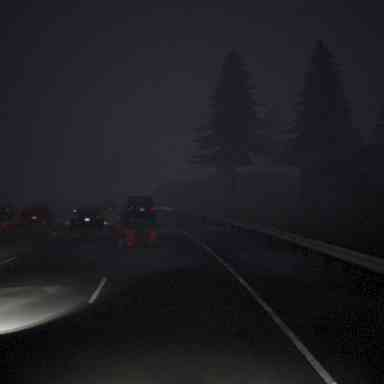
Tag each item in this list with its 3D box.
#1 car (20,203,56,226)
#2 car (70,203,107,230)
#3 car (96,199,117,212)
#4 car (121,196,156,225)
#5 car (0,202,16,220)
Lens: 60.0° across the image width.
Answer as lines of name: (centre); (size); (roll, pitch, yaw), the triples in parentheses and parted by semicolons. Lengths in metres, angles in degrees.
car: (-11.123, 1.565, 24.254); (1.882, 1.535, 5.008); (0, 0, -17)
car: (-6.765, 1.632, 21.668); (1.994, 1.385, 4.181); (0, 0, -15)
car: (-10.470, 1.626, 40.432); (1.837, 1.490, 4.892); (0, 0, -27)
car: (-4.055, 1.286, 24.930); (2.150, 2.045, 5.566); (0, 0, -15)
car: (-16.620, 1.640, 29.087); (1.812, 1.442, 4.674); (0, 0, -22)
